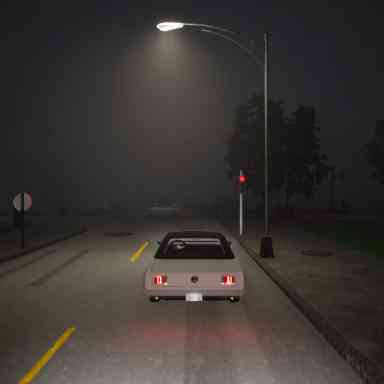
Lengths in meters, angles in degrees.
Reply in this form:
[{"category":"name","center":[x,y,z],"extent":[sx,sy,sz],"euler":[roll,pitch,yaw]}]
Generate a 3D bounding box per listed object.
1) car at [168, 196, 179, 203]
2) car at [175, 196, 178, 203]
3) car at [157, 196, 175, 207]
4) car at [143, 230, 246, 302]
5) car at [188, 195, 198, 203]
[{"category":"car","center":[-3.943,1.540,70.105],"extent":[2.033,1.411,5.357],"euler":[0,0,0]},{"category":"car","center":[-4.023,1.547,59.764],"extent":[2.033,1.411,5.357],"euler":[0,0,0]},{"category":"car","center":[-4.055,1.505,50.066],"extent":[1.837,1.490,4.892],"euler":[0,0,0]},{"category":"car","center":[0.063,1.601,8.194],"extent":[1.895,1.301,4.718],"euler":[0,0,0]},{"category":"car","center":[0.156,1.352,69.706],"extent":[2.097,1.767,4.553],"euler":[0,0,0]}]
